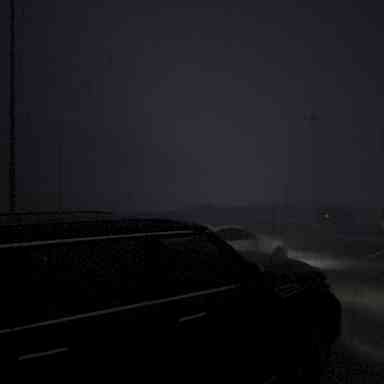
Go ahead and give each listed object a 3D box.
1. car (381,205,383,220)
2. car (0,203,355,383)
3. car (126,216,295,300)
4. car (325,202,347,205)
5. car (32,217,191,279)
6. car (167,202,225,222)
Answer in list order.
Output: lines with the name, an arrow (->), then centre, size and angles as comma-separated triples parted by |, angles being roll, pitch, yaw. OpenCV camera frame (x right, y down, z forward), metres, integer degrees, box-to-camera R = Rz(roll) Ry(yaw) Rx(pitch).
car -> 17.079, 1.521, 27.964 | 2.128, 1.511, 4.902 | 0, 0, 33
car -> -0.711, 1.232, 3.484 | 5.566, 2.045, 2.150 | 0, 0, -38
car -> 0.713, 1.546, 9.171 | 4.674, 1.442, 1.812 | 0, 0, -40
car -> 10.860, 1.513, 25.067 | 1.882, 1.535, 5.008 | 0, 0, 37
car -> -2.484, 1.632, 10.970 | 4.718, 1.301, 1.895 | 0, 0, -39
car -> 0.449, 1.612, 28.579 | 2.033, 1.411, 5.357 | 0, 0, 40
